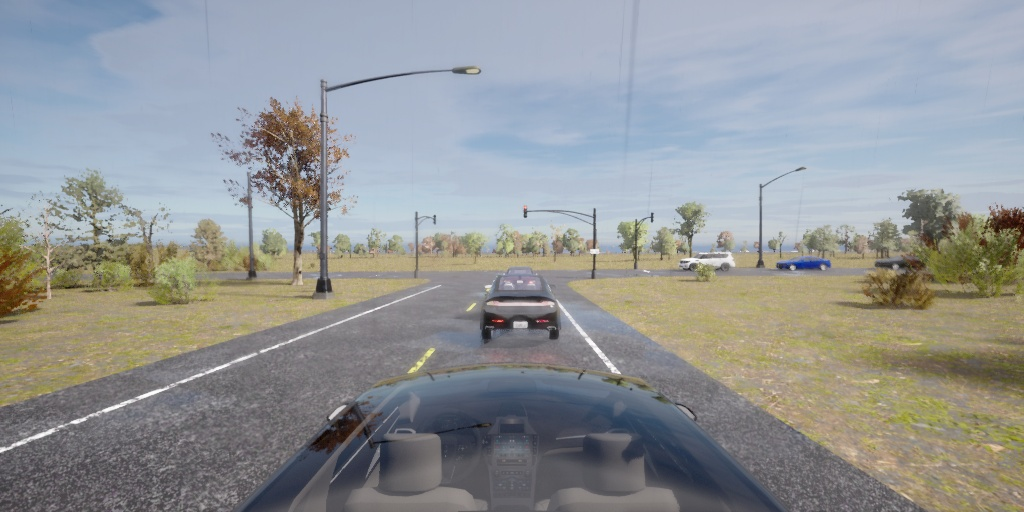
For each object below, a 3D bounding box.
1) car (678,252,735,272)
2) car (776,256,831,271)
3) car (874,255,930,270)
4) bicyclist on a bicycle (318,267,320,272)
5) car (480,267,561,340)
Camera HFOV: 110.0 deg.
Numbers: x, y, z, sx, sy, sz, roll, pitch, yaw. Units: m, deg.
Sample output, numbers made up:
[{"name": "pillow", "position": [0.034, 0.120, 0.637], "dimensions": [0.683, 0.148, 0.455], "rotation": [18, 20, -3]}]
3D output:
[{"name": "car", "position": [21.553, 0.629, 39.795], "dimensions": [5.566, 2.045, 2.150], "rotation": [-1, 1, 5]}, {"name": "car", "position": [31.549, 0.776, 38.911], "dimensions": [5.008, 1.535, 1.882], "rotation": [-1, 1, 5]}, {"name": "car", "position": [41.573, 0.671, 38.014], "dimensions": [5.008, 1.535, 1.882], "rotation": [-1, 1, 5]}, {"name": "bicyclist on a bicycle", "position": [-25.337, 1.326, 47.877], "dimensions": [0.582, 1.620, 1.656], "rotation": [-1, 0, 5]}, {"name": "car", "position": [0.221, 1.235, 9.976], "dimensions": [2.128, 1.511, 4.902], "rotation": [0, 0, 1]}]
